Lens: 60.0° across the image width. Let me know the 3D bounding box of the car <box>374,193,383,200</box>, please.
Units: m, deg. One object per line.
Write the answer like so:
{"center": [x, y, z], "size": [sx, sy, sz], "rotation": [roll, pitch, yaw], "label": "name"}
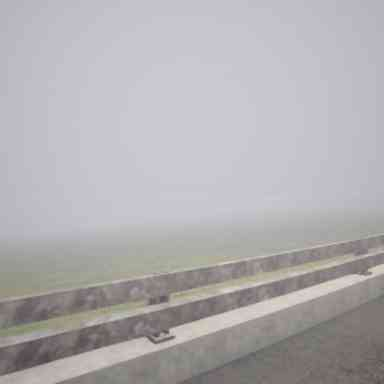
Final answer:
{"center": [43.437, 1.074, 75.706], "size": [1.837, 1.490, 4.892], "rotation": [0, 0, 2], "label": "car"}
